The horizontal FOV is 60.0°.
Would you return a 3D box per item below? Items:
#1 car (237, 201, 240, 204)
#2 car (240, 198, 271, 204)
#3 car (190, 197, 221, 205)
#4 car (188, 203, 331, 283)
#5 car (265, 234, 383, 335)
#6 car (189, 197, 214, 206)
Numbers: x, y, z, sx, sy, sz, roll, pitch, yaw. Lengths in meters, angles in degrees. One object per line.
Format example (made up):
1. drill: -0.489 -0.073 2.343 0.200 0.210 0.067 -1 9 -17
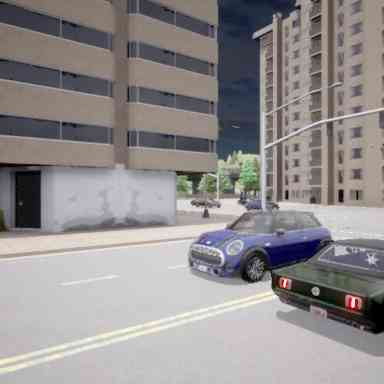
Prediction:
1. car: 8.990 1.590 50.007 1.895 1.301 4.718 0 0 -36
2. car: 8.161 1.555 38.914 1.994 1.385 4.181 0 0 -36
3. car: 2.154 1.517 47.229 1.812 1.442 4.674 0 0 -36
4. car: 2.108 1.350 9.775 4.553 1.767 2.097 0 0 -35
5. car: 3.814 1.599 6.494 4.718 1.301 1.895 0 0 -35
6. car: 1.533 1.554 54.350 1.994 1.385 4.181 0 0 -36
